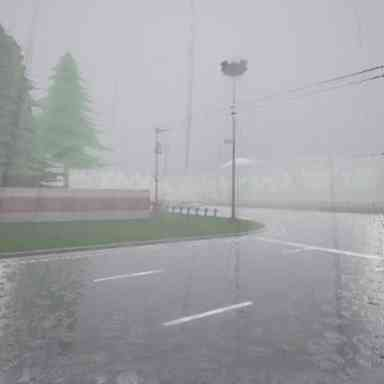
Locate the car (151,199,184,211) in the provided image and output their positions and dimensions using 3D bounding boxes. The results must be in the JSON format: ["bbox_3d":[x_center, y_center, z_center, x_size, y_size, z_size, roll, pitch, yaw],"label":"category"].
[{"bbox_3d":[-3.725,1.703,44.334,2.128,1.511,4.902,1,0,-36],"label":"car"}]

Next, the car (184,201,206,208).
[{"bbox_3d":[-0.187,1.846,45.415,1.895,1.301,4.718,1,0,-36],"label":"car"}]
